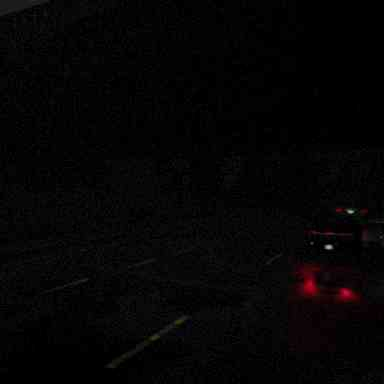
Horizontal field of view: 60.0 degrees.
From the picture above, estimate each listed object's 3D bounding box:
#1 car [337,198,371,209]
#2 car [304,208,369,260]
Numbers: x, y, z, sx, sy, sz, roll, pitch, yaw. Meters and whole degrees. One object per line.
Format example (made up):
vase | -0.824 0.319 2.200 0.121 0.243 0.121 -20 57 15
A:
car | 12.373 1.502 25.576 2.150 2.045 5.566 0 0 29
car | 5.701 1.628 13.152 2.128 1.511 4.902 0 0 29
